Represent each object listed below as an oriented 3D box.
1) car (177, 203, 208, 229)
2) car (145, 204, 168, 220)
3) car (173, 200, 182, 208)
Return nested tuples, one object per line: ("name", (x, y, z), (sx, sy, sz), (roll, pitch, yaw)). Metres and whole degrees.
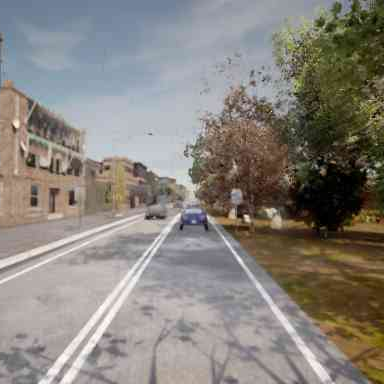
("car", (0.124, 1.740, 23.233), (1.812, 1.442, 4.674), (0, -1, 0))
("car", (-3.299, 1.905, 31.961), (2.033, 1.411, 5.357), (0, -1, 0))
("car", (-3.029, 2.505, 72.842), (2.097, 1.767, 4.553), (0, -1, 0))
